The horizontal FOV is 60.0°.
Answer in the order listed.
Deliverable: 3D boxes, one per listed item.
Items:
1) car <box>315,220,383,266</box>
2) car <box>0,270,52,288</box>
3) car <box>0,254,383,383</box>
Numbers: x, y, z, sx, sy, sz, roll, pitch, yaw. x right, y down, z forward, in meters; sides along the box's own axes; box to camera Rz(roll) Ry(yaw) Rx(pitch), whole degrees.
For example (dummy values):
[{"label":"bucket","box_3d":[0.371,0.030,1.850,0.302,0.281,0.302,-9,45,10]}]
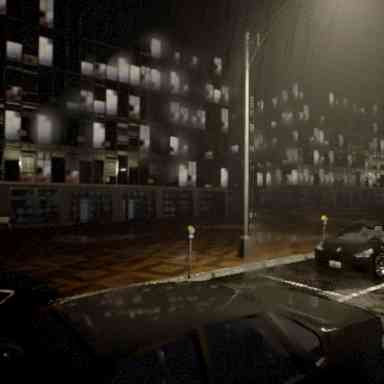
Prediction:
[{"label":"car","box_3d":[5.613,1.563,10.166,4.313,1.339,1.947,0,1,-35]},{"label":"car","box_3d":[-3.584,1.594,3.429,4.313,1.339,1.947,0,1,-37]},{"label":"car","box_3d":[-0.433,1.557,2.550,5.357,1.411,2.033,0,0,-37]}]
